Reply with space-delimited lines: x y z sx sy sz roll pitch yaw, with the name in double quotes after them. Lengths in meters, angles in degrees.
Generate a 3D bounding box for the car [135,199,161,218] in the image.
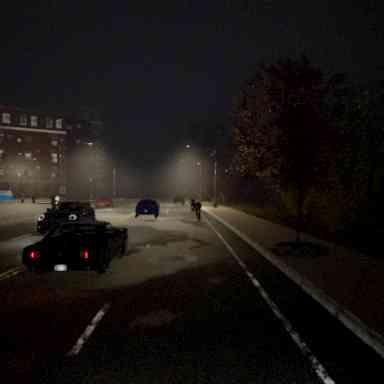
-3.868 1.377 29.544 1.882 1.535 5.008 0 0 -3 "car"

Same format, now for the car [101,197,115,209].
-11.299 1.379 43.486 1.812 1.442 4.674 0 0 -3 "car"

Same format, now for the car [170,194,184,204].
-2.324 1.300 56.233 1.837 1.490 4.892 0 0 -5 "car"

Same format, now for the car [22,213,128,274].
-3.268 1.566 10.406 1.895 1.301 4.718 0 0 -1 "car"

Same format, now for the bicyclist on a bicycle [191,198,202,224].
0.433 1.371 23.328 0.582 1.620 1.656 0 0 -2 "bicyclist on a bicycle"

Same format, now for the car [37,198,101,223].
-6.918 1.290 18.786 2.097 1.767 4.553 0 0 -2 "car"

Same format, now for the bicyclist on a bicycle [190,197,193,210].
0.051 1.339 32.408 0.582 1.620 1.656 0 0 -3 "bicyclist on a bicycle"

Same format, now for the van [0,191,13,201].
-33.630 0.712 58.299 3.998 1.788 1.690 1 -1 -34 "van"
